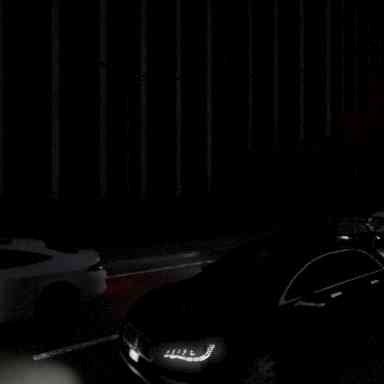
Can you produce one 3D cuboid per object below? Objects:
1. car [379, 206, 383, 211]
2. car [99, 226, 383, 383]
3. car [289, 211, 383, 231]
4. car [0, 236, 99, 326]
[{"bbox_3d":[10.448,1.217,15.621,5.566,2.045,2.150,0,0,-36],"label":"car"},{"bbox_3d":[1.367,1.505,4.944,4.892,1.490,1.837,1,0,-35],"label":"car"},{"bbox_3d":[4.895,1.544,11.714,5.357,1.411,2.033,0,0,-35],"label":"car"},{"bbox_3d":[-3.794,1.526,5.573,4.674,1.442,1.812,0,0,-35],"label":"car"}]
